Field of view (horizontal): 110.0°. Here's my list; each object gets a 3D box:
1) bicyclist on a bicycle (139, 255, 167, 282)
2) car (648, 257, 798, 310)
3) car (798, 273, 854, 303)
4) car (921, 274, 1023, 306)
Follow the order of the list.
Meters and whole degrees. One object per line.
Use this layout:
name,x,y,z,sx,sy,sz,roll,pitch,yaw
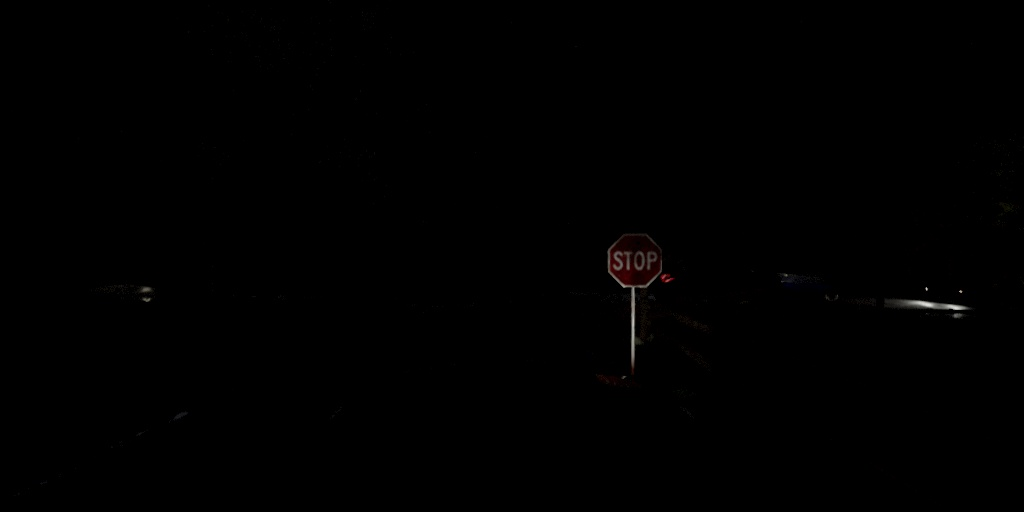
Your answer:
bicyclist on a bicycle,-21.993,0.790,22.010,0.582,1.620,1.656,1,1,2
car,8.318,1.065,14.909,5.566,2.045,2.150,1,-1,-6
car,13.465,1.501,17.480,4.718,1.301,1.895,1,1,1
car,23.190,1.594,17.105,5.357,1.411,2.033,1,1,2
